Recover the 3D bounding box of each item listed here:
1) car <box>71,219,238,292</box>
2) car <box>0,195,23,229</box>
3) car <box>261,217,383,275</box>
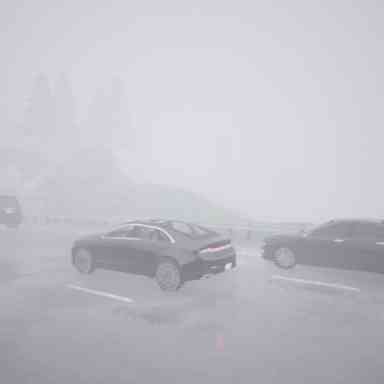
[{"bbox_3d":[-1.194,1.472,8.874,4.902,1.511,2.128,0,0,34],"label":"car"},{"bbox_3d":[-12.519,1.187,19.833,5.566,2.045,2.150,0,0,29],"label":"car"},{"bbox_3d":[4.363,1.481,9.353,4.892,1.490,1.837,0,0,35],"label":"car"}]
